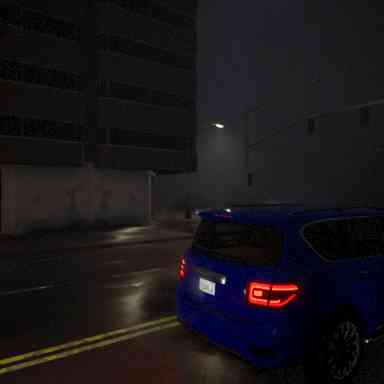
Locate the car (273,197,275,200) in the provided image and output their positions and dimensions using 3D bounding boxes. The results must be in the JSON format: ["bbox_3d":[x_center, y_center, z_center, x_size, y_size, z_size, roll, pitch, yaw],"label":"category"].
[{"bbox_3d":[6.610,1.491,38.073,2.128,1.511,4.902,0,0,-36],"label":"car"}]

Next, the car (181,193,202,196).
[{"bbox_3d":[0.297,1.219,46.732,2.150,2.045,5.566,0,0,-35],"label":"car"}]

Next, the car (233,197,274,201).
[{"bbox_3d":[5.405,1.491,33.789,2.128,1.511,4.902,0,0,-36],"label":"car"}]

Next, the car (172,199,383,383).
[{"bbox_3d":[2.380,1.221,5.507,5.566,2.045,2.150,0,0,-35],"label":"car"}]

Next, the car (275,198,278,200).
[{"bbox_3d":[10.351,1.477,45.083,1.882,1.535,5.008,0,0,-36],"label":"car"}]

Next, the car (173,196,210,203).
[{"bbox_3d":[-0.423,1.547,41.771,2.033,1.411,5.357,0,0,-36],"label":"car"}]

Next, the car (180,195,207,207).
[{"bbox_3d":[0.217,1.352,53.067,2.097,1.767,4.553,0,0,-36],"label":"car"}]
